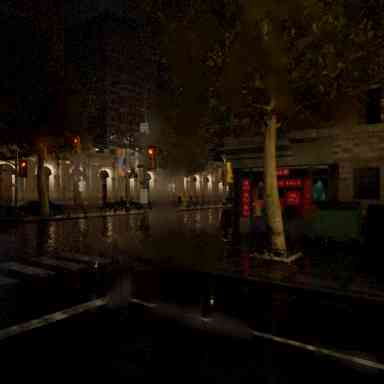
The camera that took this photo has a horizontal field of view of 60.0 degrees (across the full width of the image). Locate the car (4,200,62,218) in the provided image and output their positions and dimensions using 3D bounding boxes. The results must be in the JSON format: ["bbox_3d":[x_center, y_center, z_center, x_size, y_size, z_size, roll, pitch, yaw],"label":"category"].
[{"bbox_3d":[-14.516,1.478,30.646,1.882,1.535,5.008,0,0,36],"label":"car"}]

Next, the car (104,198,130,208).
[{"bbox_3d":[-10.252,1.595,47.928,1.895,1.301,4.718,0,0,36],"label":"car"}]

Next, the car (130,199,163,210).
[{"bbox_3d":[-5.519,1.562,43.112,1.994,1.385,4.181,0,0,36],"label":"car"}]

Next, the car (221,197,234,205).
[{"bbox_3d":[6.913,1.564,60.247,1.994,1.385,4.181,0,0,36],"label":"car"}]
